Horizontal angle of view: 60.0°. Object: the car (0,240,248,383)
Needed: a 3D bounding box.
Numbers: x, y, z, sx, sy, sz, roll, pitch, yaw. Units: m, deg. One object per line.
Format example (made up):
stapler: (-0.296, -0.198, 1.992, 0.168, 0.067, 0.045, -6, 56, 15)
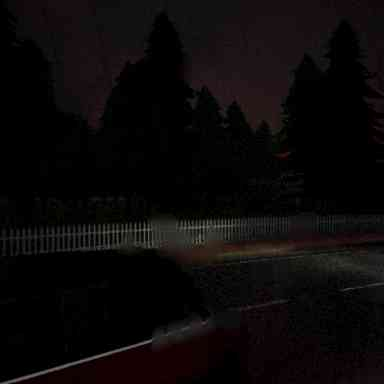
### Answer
car: (-1.796, 1.352, 2.445, 4.553, 1.767, 2.097, 0, 0, -33)
